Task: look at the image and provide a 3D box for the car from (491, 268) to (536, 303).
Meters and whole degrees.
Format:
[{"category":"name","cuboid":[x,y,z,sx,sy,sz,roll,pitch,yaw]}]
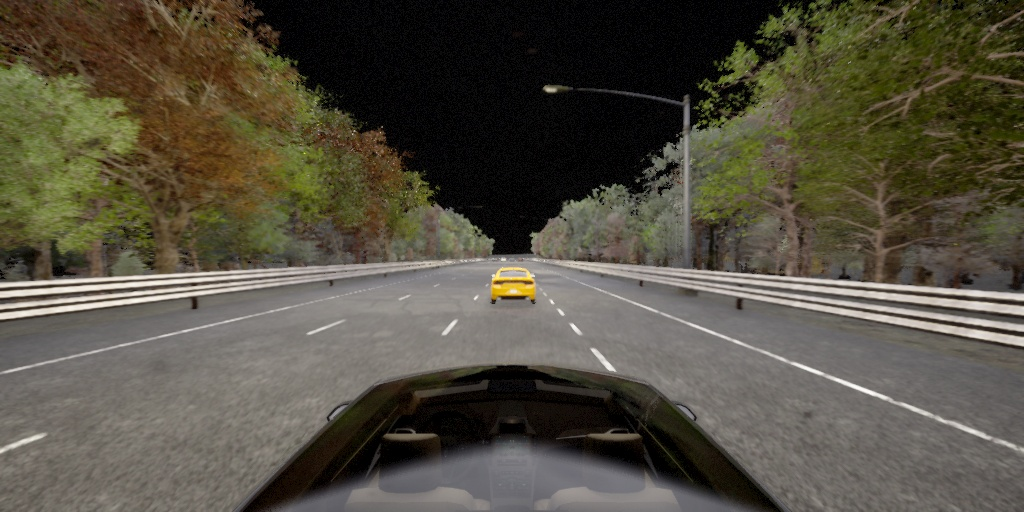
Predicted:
[{"category":"car","cuboid":[0.048,1.285,16.895,1.882,1.535,5.008,0,0,0]}]
